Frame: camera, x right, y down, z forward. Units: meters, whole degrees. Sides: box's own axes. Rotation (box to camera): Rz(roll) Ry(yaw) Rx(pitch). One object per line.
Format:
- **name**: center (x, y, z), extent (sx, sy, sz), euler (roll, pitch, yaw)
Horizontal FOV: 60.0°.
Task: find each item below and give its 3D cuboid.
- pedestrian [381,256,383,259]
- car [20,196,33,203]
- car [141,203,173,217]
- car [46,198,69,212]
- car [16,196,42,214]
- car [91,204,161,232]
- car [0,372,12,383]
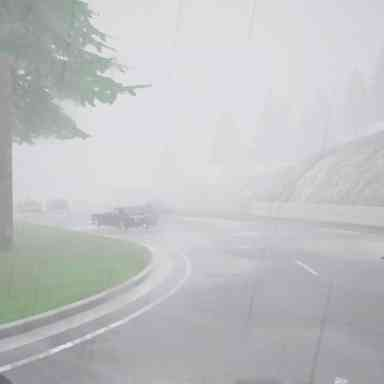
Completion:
- **pedestrian**: center (4.744, 1.674, 7.773), extent (0.500, 1.100, 0.500), euler (0, 0, 10)
- **car**: center (-33.615, 1.553, 67.564), extent (1.994, 1.385, 4.181), euler (0, 0, -32)
- **car**: center (-3.904, 1.601, 29.827), extent (1.895, 1.301, 4.718), euler (0, 0, -44)
- **car**: center (-16.059, 1.505, 39.616), extent (1.837, 1.490, 4.892), euler (0, 0, -34)
- **car**: center (-17.278, 1.478, 35.201), extent (1.882, 1.535, 5.008), euler (0, 0, -35)
- **car**: center (-4.289, 1.601, 20.395), extent (4.718, 1.301, 1.895), euler (0, 0, 44)
- **car**: center (-3.394, 1.505, 1.279), extent (4.892, 1.490, 1.837), euler (0, 2, -24)
